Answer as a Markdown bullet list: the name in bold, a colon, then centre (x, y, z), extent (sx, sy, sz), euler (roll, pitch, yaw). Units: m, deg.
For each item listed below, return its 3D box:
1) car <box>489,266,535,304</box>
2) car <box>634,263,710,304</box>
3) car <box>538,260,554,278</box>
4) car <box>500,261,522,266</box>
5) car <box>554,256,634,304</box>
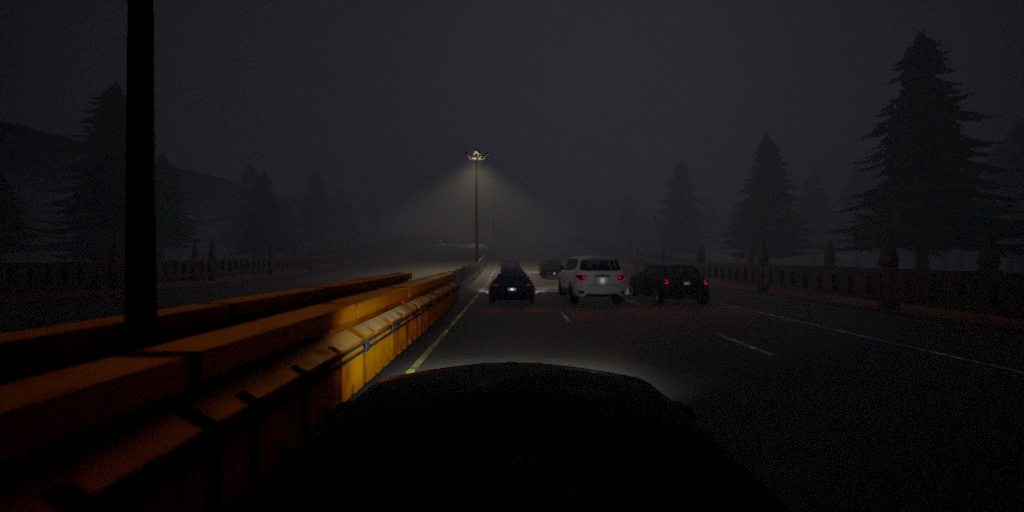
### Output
- **car**: centre (0.000, 1.322, 16.503), extent (1.994, 1.385, 4.181), euler (0, 0, 0)
- **car**: centre (7.000, 1.116, 16.476), extent (2.097, 1.767, 4.553), euler (0, 0, 0)
- **car**: centre (3.424, 1.063, 31.523), extent (1.837, 1.490, 4.892), euler (0, 2, 0)
- **car**: centre (-0.076, 1.110, 31.504), extent (2.033, 1.411, 5.357), euler (0, 2, 0)
- **car**: centre (3.500, 1.008, 16.535), extent (2.150, 2.045, 5.566), euler (0, 0, 0)
